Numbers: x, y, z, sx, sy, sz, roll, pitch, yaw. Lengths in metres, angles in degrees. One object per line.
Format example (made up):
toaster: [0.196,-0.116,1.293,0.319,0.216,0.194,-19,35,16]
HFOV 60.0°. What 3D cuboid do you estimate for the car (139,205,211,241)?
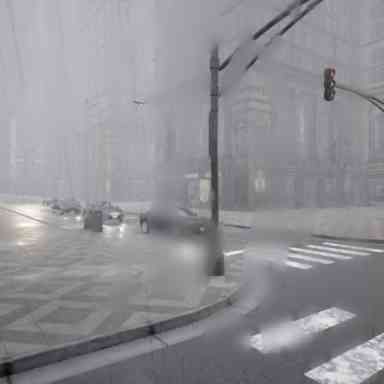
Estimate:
car: [-0.947,1.469,17.175,1.882,1.535,5.008,0,0,-36]

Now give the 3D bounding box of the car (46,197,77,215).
car: [-13.011,1.518,34.093,2.033,1.411,5.357,0,0,-35]

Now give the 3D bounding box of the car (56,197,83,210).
car: [-16.401,1.488,44.262,2.033,1.411,5.357,0,0,-35]

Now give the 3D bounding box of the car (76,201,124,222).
car: [-6.862,1.480,25.462,2.128,1.511,4.902,0,0,-36]

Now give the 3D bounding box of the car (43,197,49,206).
car: [-22.043,1.445,52.076,1.812,1.442,4.674,0,0,-36]
